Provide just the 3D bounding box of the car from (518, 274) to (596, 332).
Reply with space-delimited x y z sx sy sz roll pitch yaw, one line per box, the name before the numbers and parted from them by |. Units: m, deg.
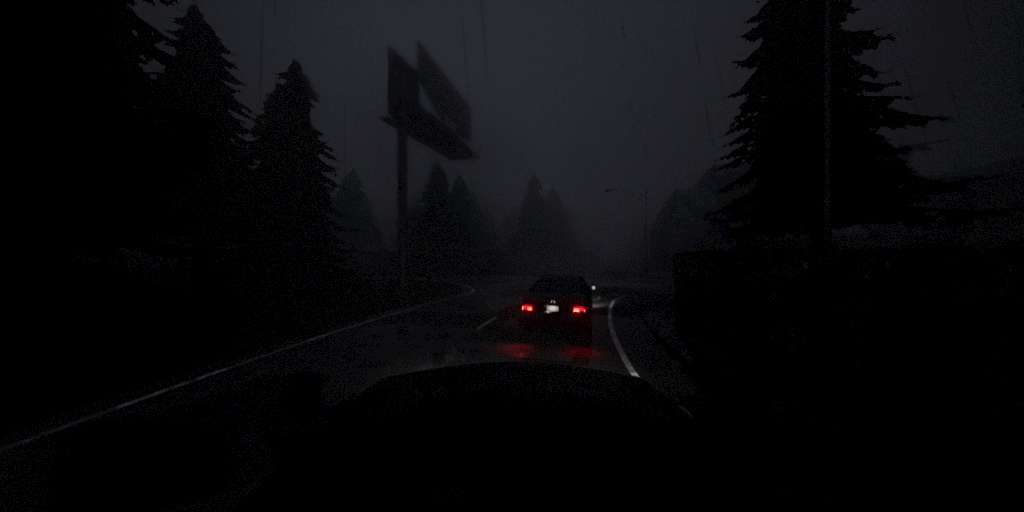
car | 1.470 1.242 10.689 2.033 1.411 5.357 0 0 12
